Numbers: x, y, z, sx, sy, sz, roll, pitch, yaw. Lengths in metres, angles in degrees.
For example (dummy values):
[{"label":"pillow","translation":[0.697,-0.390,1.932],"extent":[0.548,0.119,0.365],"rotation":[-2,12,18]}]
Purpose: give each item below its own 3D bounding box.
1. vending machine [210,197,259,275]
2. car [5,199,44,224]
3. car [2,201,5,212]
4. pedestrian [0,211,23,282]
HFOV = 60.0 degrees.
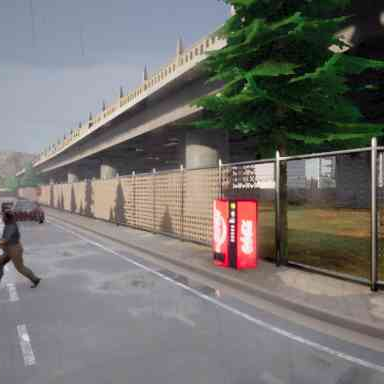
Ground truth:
[{"label":"vending machine","translation":[1.237,1.195,9.664],"extent":[1.100,2.100,0.880],"rotation":[0,0,-32]},{"label":"car","translation":[-12.238,1.353,24.383],"extent":[2.097,1.767,4.553],"rotation":[0,0,-32]},{"label":"car","translation":[-19.856,1.477,36.795],"extent":[1.882,1.535,5.008],"rotation":[0,0,-31]},{"label":"pedestrian","translation":[-4.090,1.294,7.500],"extent":[0.375,1.860,0.375],"rotation":[0,0,-32]}]
